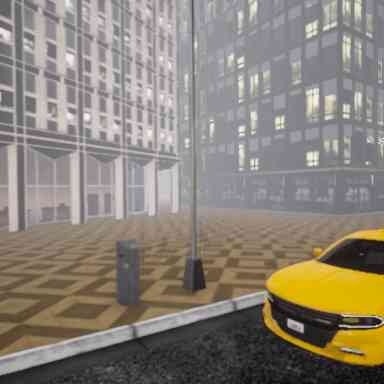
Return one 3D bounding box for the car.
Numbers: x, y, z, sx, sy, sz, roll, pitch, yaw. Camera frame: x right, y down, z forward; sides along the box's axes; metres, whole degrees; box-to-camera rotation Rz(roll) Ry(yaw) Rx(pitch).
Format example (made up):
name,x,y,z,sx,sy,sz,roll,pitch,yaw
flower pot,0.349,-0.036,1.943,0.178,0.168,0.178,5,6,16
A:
name,x,y,z,sx,sy,sz,roll,pitch,yaw
car,3.387,1.420,5.667,5.008,1.535,1.882,-1,1,-34
